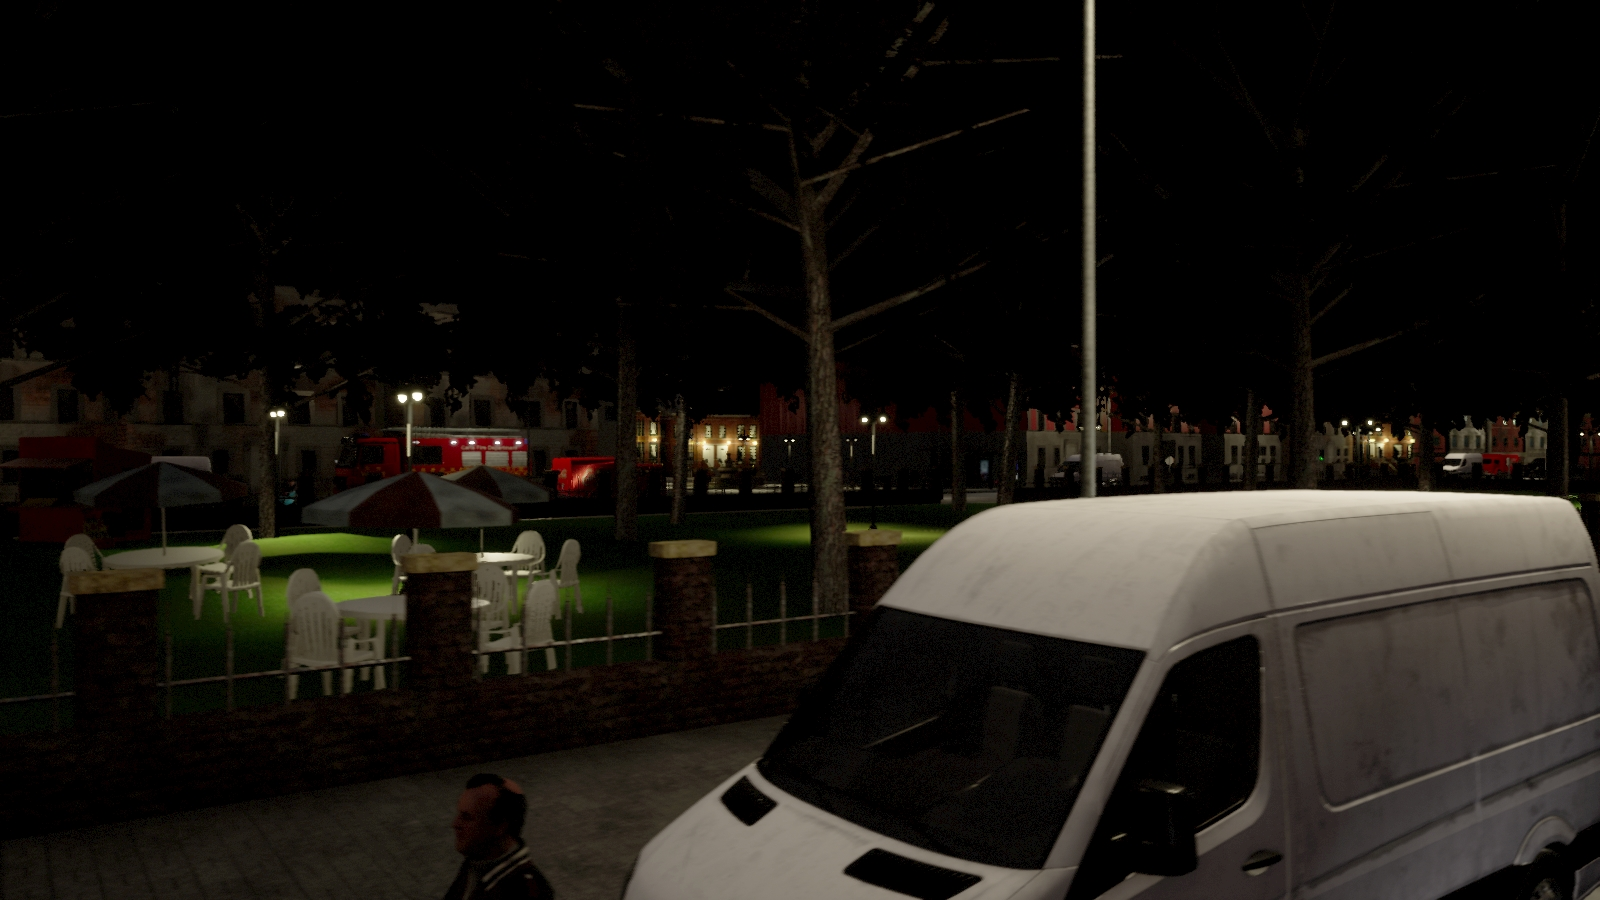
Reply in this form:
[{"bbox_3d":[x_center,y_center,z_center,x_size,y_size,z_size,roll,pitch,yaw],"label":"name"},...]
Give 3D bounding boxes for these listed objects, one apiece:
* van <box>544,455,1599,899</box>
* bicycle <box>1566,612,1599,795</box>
[{"bbox_3d":[1.901,1.318,5.746,5.915,2.561,1.988,0,0,-35],"label":"van"},{"bbox_3d":[6.658,1.943,9.090,1.643,1.296,0.373,0,0,-35],"label":"bicycle"}]
